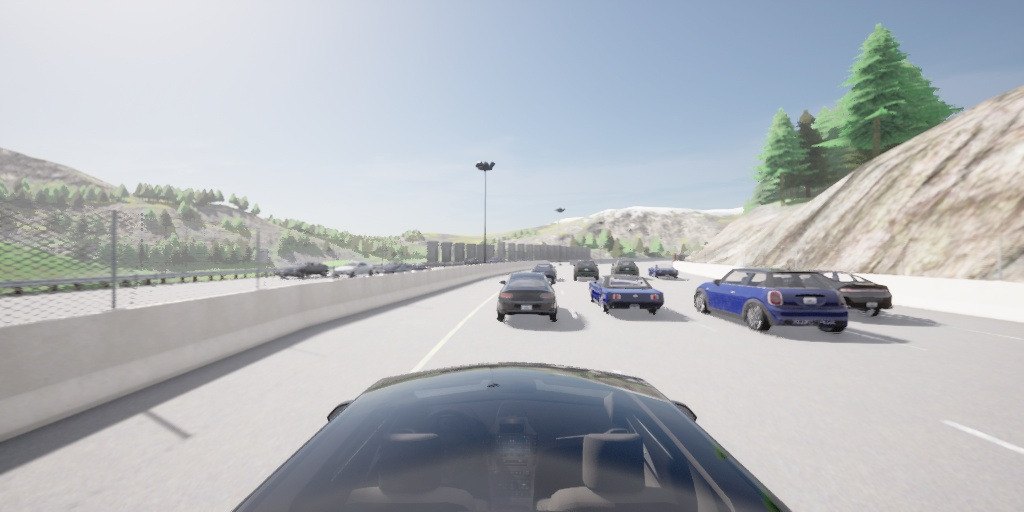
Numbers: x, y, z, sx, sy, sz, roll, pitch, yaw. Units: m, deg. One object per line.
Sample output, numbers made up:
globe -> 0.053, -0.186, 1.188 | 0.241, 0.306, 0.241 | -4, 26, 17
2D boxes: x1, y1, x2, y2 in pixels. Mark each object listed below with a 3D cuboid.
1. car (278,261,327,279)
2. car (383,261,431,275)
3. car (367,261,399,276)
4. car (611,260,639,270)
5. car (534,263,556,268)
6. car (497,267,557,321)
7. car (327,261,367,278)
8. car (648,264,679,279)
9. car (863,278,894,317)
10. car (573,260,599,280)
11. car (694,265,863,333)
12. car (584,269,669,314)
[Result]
car -> -18.489, 1.199, 32.012 | 2.128, 1.511, 4.902 | 0, 0, 9
car -> -8.319, 1.332, 29.315 | 1.895, 1.301, 4.718 | 0, 0, 9
car -> -11.090, 1.217, 33.847 | 2.128, 1.511, 4.902 | 0, 0, 11
car -> 10.276, 1.128, 32.811 | 2.097, 1.767, 4.553 | 0, 0, 11
car -> 2.795, 1.322, 30.846 | 1.994, 1.385, 4.181 | 0, 0, 10
car -> 0.540, 1.277, 12.339 | 1.812, 1.442, 4.674 | 0, 0, 3
car -> -14.696, 1.242, 33.552 | 1.812, 1.442, 4.674 | 0, 0, 10
car -> 13.891, 1.385, 33.244 | 1.895, 1.301, 4.718 | 0, 0, 11
car -> 11.145, 1.268, 13.332 | 2.128, 1.511, 4.902 | 0, 0, 4
car -> 6.435, 1.118, 31.341 | 2.097, 1.767, 4.553 | 0, 0, 10
car -> 7.487, 1.120, 10.989 | 2.097, 1.767, 4.553 | 0, 0, 3
car -> 4.150, 1.361, 13.849 | 1.895, 1.301, 4.718 | 0, 0, 4
